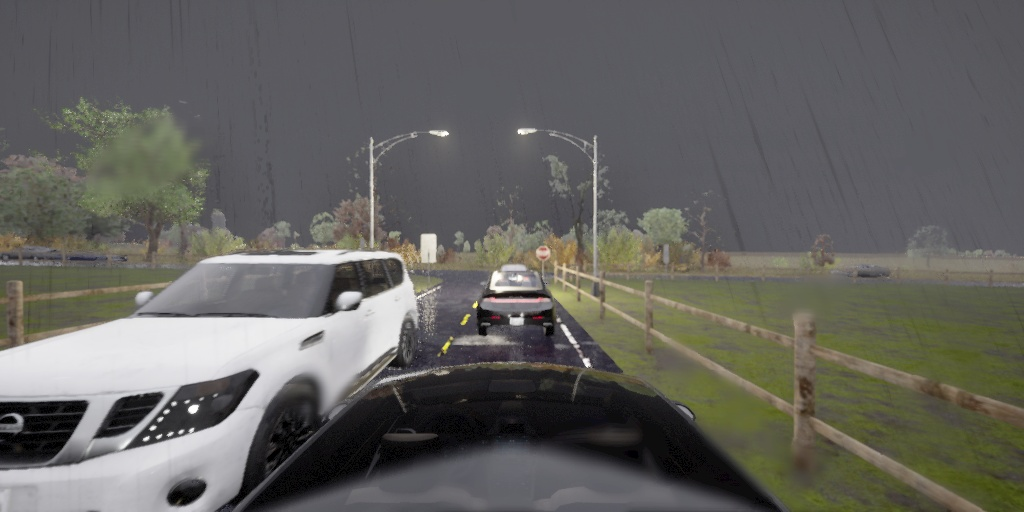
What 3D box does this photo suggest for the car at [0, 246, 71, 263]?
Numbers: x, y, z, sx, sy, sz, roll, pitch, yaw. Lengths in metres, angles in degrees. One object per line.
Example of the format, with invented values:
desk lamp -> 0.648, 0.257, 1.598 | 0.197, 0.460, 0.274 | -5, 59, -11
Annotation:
car -> -46.973, -0.182, 35.140 | 4.902, 1.511, 2.128 | 1, 1, 1

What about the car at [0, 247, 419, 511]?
car -> -2.848, 0.933, 4.686 | 2.150, 2.045, 5.566 | 0, 1, 0

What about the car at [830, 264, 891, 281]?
car -> 34.071, 1.565, 35.129 | 4.902, 1.511, 2.128 | 1, 1, 0

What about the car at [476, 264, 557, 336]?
car -> 0.101, 1.137, 9.977 | 2.128, 1.511, 4.902 | 0, 1, 0

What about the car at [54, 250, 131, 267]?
car -> -37.634, 0.203, 32.247 | 4.718, 1.301, 1.895 | 1, 1, 0
